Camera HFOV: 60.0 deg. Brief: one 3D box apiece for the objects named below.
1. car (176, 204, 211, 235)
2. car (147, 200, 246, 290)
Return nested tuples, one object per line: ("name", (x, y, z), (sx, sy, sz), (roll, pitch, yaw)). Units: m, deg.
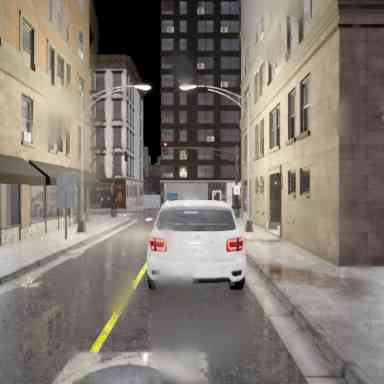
("car", (0.060, 1.524, 19.538), (1.812, 1.442, 4.674), (0, 0, 0))
("car", (0.090, 1.221, 9.215), (2.150, 2.045, 5.566), (0, 0, 0))
